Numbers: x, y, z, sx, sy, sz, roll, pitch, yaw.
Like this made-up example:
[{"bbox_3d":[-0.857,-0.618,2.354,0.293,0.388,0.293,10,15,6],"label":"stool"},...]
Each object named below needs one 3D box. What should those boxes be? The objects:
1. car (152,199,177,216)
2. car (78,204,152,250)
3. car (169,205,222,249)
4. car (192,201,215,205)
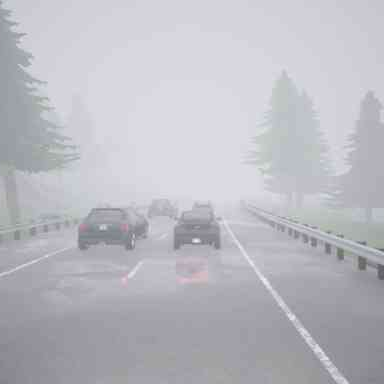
[{"bbox_3d":[-2.499,1.367,29.483,2.097,1.767,4.553,0,0,4],"label":"car"},{"bbox_3d":[-3.250,1.367,14.558,2.097,1.767,4.553,0,0,2],"label":"car"},{"bbox_3d":[0.249,1.517,14.471,1.837,1.490,4.892,0,0,2],"label":"car"},{"bbox_3d":[0.995,1.496,29.285,2.128,1.511,4.902,0,0,4],"label":"car"}]
